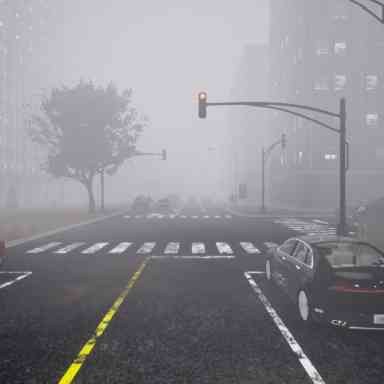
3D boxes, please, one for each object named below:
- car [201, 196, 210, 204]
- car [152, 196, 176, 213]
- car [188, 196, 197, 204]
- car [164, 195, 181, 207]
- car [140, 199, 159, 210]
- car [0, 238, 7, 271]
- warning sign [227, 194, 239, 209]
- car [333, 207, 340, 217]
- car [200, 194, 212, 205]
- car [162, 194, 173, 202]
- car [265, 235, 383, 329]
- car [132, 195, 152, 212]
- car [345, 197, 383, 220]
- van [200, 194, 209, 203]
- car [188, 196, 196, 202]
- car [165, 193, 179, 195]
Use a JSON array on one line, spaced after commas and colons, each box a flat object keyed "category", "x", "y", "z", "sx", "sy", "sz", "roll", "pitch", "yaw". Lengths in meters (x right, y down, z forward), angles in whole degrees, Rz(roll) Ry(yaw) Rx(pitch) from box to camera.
[{"category": "car", "x": 2.678, "y": 1.578, "z": 67.031, "sx": 1.752, "sy": 1.417, "sz": 4.829, "roll": 0, "pitch": 0, "yaw": 0}, {"category": "car", "x": -3.105, "y": 1.525, "z": 37.890, "sx": 1.837, "sy": 1.490, "sz": 4.892, "roll": 0, "pitch": 0, "yaw": 0}, {"category": "car", "x": 0.078, "y": 1.601, "z": 67.521, "sx": 2.033, "sy": 1.411, "sz": 5.357, "roll": 0, "pitch": 0, "yaw": 0}, {"category": "car", "x": -3.103, "y": 1.521, "z": 48.097, "sx": 2.128, "sy": 1.511, "sz": 4.902, "roll": 0, "pitch": 0, "yaw": 0}, {"category": "car", "x": -5.699, "y": 1.592, "z": 44.769, "sx": 1.947, "sy": 1.339, "sz": 4.313, "roll": 0, "pitch": 0, "yaw": 0}, {"category": "car", "x": -5.692, "y": 1.545, "z": 6.857, "sx": 1.887, "sy": 1.381, "sz": 4.507, "roll": 0, "pitch": 0, "yaw": 0}, {"category": "warning sign", "x": 5.062, "y": 1.138, "z": 41.373, "sx": 1.300, "sy": 1.860, "sz": 1.060, "roll": 0, "pitch": 0, "yaw": 0}, {"category": "car", "x": 13.421, "y": 1.350, "z": 26.267, "sx": 4.403, "sy": 1.369, "sz": 2.008, "roll": -1, "pitch": 1, "yaw": -1}, {"category": "car", "x": 2.679, "y": 1.610, "z": 61.338, "sx": 1.947, "sy": 1.339, "sz": 4.313, "roll": 0, "pitch": 0, "yaw": 0}, {"category": "car", "x": -5.705, "y": 1.386, "z": 77.905, "sx": 2.192, "sy": 1.841, "sz": 5.009, "roll": 0, "pitch": 0, "yaw": 0}, {"category": "car", "x": 2.688, "y": 1.551, "z": 6.859, "sx": 2.008, "sy": 1.369, "sz": 4.403, "roll": 0, "pitch": 0, "yaw": 0}, {"category": "car", "x": -5.699, "y": 1.336, "z": 39.246, "sx": 2.192, "sy": 1.841, "sz": 5.009, "roll": 0, "pitch": 0, "yaw": 0}, {"category": "car", "x": 13.480, "y": 1.151, "z": 23.667, "sx": 4.553, "sy": 1.767, "sz": 2.097, "roll": -1, "pitch": 0, "yaw": -1}, {"category": "van", "x": 2.676, "y": 1.402, "z": 72.385, "sx": 1.690, "sy": 1.788, "sz": 3.998, "roll": 0, "pitch": 0, "yaw": 0}, {"category": "car", "x": -0.013, "y": 1.668, "z": 78.852, "sx": 1.895, "sy": 1.301, "sz": 4.718, "roll": 0, "pitch": 0, "yaw": 0}, {"category": "car", "x": -3.095, "y": 1.263, "z": 58.675, "sx": 2.150, "sy": 2.045, "sz": 5.566, "roll": 0, "pitch": 0, "yaw": -1}]
